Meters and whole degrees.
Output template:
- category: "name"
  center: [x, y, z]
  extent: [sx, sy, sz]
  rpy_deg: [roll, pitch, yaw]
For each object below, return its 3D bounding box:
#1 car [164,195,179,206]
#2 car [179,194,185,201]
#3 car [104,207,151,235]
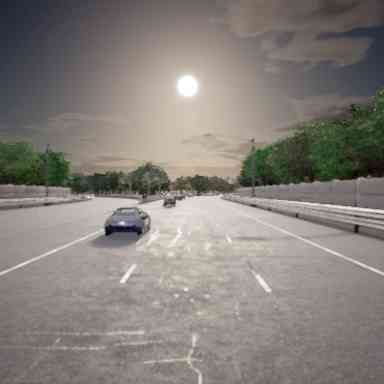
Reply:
- category: "car"
  center: [-3.498, 1.478, 53.505]
  extent: [1.837, 1.490, 4.892]
  rpy_deg: [0, 0, 0]
- category: "car"
  center: [-3.491, 1.440, 87.530]
  extent: [1.882, 1.535, 5.008]
  rpy_deg: [0, 0, 0]
- category: "car"
  center: [-3.500, 1.546, 18.671]
  extent: [1.994, 1.385, 4.181]
  rpy_deg: [0, 0, 0]
